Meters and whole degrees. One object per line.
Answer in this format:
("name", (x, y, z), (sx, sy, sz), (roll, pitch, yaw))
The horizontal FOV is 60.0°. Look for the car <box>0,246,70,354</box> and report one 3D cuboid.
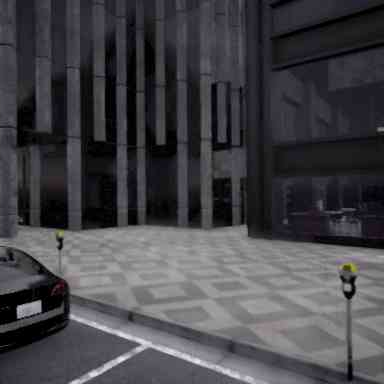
("car", (-3.829, 1.585, 5.583), (4.313, 1.339, 1.947), (0, -1, 35))
